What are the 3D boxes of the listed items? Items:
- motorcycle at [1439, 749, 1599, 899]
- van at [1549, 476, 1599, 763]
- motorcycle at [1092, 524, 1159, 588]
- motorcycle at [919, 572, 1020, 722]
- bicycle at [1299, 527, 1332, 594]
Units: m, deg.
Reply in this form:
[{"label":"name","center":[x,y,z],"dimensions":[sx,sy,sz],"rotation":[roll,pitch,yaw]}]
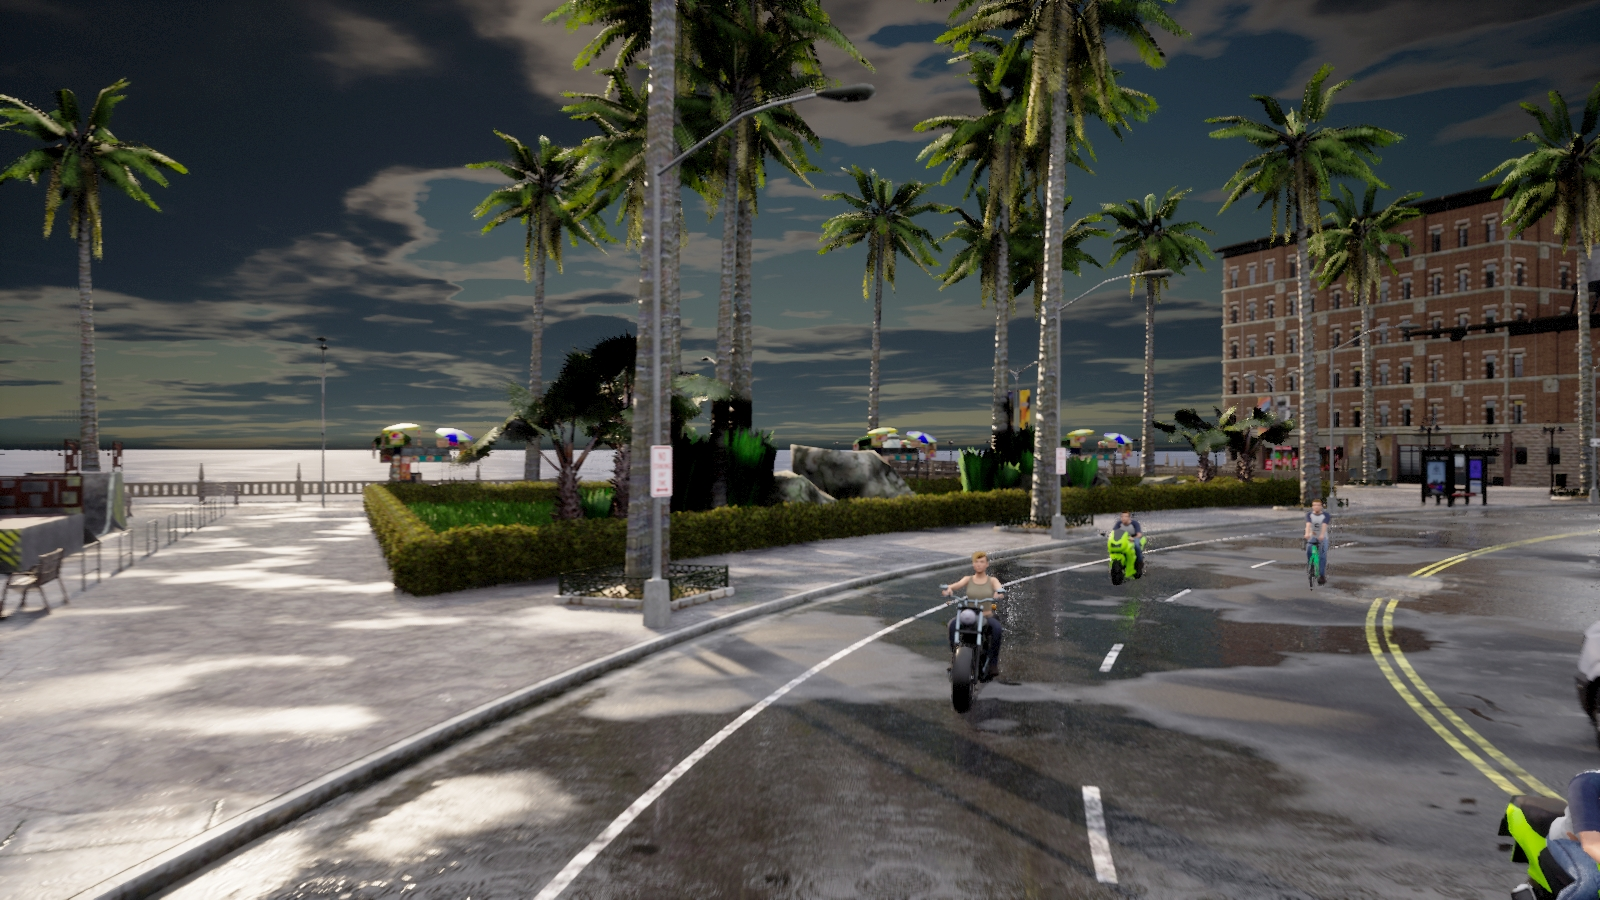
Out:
[{"label":"motorcycle","center":[3.759,2.214,5.191],"dimensions":[0.803,1.145,2.033],"rotation":[1,0,8]},{"label":"van","center":[7.804,1.536,8.170],"dimensions":[1.988,2.561,5.915],"rotation":[0,0,11]},{"label":"motorcycle","center":[6.887,2.214,24.123],"dimensions":[0.803,1.145,2.033],"rotation":[0,0,32]},{"label":"motorcycle","center":[1.985,2.170,13.071],"dimensions":[0.764,1.277,2.356],"rotation":[1,0,18]},{"label":"bicycle","center":[10.451,2.208,23.131],"dimensions":[0.373,1.196,1.643],"rotation":[0,0,33]}]
